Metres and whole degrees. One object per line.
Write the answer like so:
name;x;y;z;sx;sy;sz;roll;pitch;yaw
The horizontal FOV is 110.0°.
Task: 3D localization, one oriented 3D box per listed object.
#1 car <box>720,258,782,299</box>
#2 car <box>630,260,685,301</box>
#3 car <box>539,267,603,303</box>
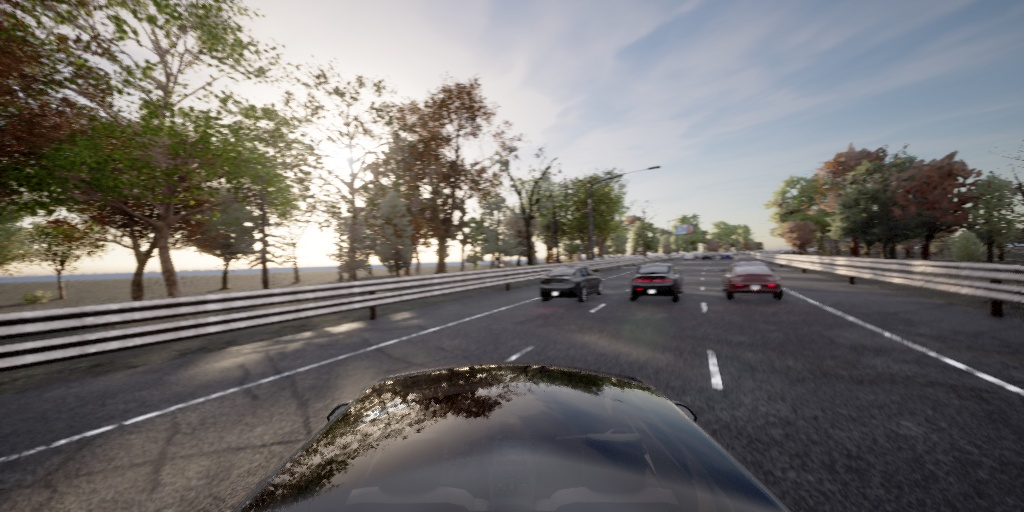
car;10.174;0.975;15.469;1.812;1.442;4.674;-2;0;28
car;6.499;1.090;15.998;1.837;1.490;4.892;-2;0;27
car;2.831;1.224;16.519;1.837;1.490;4.892;-2;0;27
